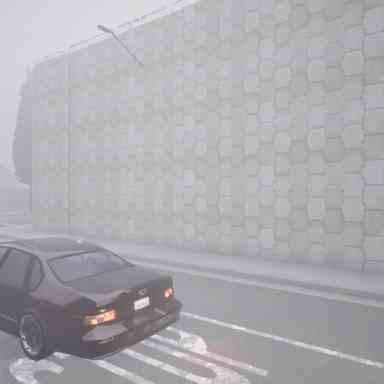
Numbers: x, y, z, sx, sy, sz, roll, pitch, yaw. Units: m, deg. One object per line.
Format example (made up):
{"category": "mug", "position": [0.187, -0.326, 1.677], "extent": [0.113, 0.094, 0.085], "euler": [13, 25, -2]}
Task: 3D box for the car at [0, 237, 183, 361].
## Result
{"category": "car", "position": [-2.725, 1.547, 5.927], "extent": [5.357, 1.411, 2.033], "euler": [0, 0, 35]}
